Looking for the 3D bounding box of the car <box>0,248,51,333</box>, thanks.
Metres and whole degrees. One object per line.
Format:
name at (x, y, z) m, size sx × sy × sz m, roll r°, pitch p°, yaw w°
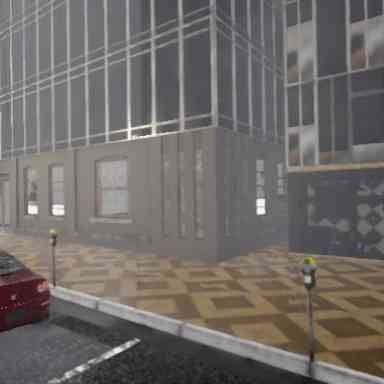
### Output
car at (-4.146, 1.582, 5.846) m, size 4.206 × 1.307 × 1.802 m, roll 0°, pitch -1°, yaw 36°
